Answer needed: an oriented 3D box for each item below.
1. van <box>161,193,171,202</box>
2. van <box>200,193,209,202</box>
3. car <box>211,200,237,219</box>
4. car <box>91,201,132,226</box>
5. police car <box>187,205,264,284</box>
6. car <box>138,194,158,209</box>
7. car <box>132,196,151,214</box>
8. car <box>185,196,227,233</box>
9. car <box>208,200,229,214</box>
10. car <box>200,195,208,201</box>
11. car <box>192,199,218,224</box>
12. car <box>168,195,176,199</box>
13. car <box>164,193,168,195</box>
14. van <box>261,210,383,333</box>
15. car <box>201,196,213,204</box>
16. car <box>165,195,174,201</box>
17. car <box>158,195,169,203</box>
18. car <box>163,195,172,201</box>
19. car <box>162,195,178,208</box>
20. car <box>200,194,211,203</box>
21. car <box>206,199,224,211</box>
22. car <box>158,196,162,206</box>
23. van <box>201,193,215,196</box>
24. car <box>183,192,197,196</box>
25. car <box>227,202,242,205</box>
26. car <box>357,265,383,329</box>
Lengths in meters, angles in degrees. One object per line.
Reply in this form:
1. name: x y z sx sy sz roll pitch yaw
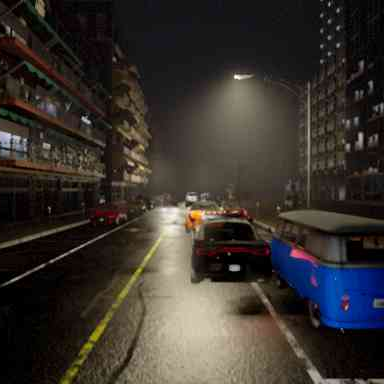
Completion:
1. van: -5.662 1.204 72.848 1.690 1.788 3.998 0 0 0
2. van: 2.718 1.203 72.844 1.690 1.788 3.998 0 0 0
3. car: 2.697 1.457 28.800 1.752 1.417 4.829 0 0 0
4. car: -5.685 1.488 23.108 1.887 1.381 4.507 0 0 0
5. police car: 0.903 1.399 9.632 1.930 1.638 5.238 0 0 0
6. car: -5.679 1.225 39.687 2.192 1.841 5.009 0 0 0
7. car: -5.680 1.447 33.992 1.752 1.417 4.829 0 0 0
8. car: 0.769 1.303 19.535 2.097 1.767 4.553 0 0 3
9. car: 2.700 1.502 34.157 1.802 1.307 4.206 0 0 0
10. car: 2.722 1.382 78.539 1.752 1.417 4.829 0 0 0
11. car: 0.897 1.394 25.714 1.801 1.575 5.366 0 0 0
12. car: -5.650 1.410 94.953 1.947 1.339 4.313 0 0 0
13. car: -5.669 1.323 56.266 1.967 1.590 4.097 0 0 0
14. van: 2.686 1.323 6.522 1.690 1.788 3.998 0 0 0
15. car: 2.714 1.440 61.790 1.947 1.339 4.313 0 0 0
16. car: -5.655 1.434 83.900 1.802 1.307 4.206 0 0 0
17. car: -5.663 1.413 67.320 1.887 1.381 4.507 0 0 0
18. car: -5.658 1.439 78.374 1.802 1.307 4.206 0 0 0
19. car: -2.990 1.498 46.893 1.895 1.301 4.718 0 0 0
20. car: 2.716 1.308 67.316 1.967 1.590 4.097 0 0 0
21. car: 2.703 1.492 39.683 1.802 1.307 4.206 0 0 0
22. car: -5.674 1.451 45.214 2.008 1.369 4.403 0 0 0
23. van: 2.707 1.232 50.736 1.690 1.788 3.998 0 0 0
24. car: 0.028 1.100 59.020 2.150 2.045 5.566 0 0 0
25. car: 2.694 1.383 23.102 1.967 1.590 4.097 0 0 0
26. car: 2.684 1.521 1.167 1.752 1.417 4.829 0 0 0
